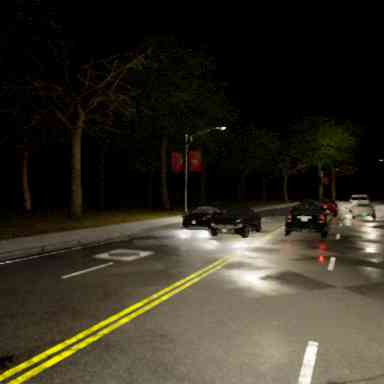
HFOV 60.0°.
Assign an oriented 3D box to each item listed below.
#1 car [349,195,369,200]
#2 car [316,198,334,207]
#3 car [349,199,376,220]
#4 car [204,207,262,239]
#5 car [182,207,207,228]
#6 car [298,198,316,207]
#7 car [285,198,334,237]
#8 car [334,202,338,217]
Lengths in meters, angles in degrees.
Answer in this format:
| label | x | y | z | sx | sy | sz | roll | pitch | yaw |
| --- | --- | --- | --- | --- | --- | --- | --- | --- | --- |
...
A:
| label | x | y | z | sx | sy | sz | roll | pitch | yaw |
| --- | --- | --- | --- | --- | --- | --- | --- | --- | --- |
| car | 19.659 | 1.370 | 38.850 | 2.150 | 2.045 | 5.566 | -1 | 0 | 29 |
| car | 22.711 | 1.758 | 56.585 | 1.812 | 1.442 | 4.674 | -1 | -1 | 35 |
| car | 15.252 | 1.640 | 29.642 | 1.812 | 1.442 | 4.674 | 0 | 0 | 25 |
| car | 2.552 | 1.621 | 18.275 | 1.812 | 1.442 | 4.674 | 0 | 0 | 25 |
| car | 0.947 | 1.692 | 22.496 | 1.994 | 1.385 | 4.181 | 0 | 0 | 25 |
| car | 20.435 | 1.794 | 59.007 | 1.812 | 1.442 | 4.674 | -1 | -1 | 35 |
| car | 6.646 | 1.434 | 18.883 | 2.097 | 1.767 | 4.553 | 0 | 0 | 25 |
| car | 13.728 | 1.499 | 33.920 | 2.097 | 1.767 | 4.553 | 0 | 0 | 26 |
